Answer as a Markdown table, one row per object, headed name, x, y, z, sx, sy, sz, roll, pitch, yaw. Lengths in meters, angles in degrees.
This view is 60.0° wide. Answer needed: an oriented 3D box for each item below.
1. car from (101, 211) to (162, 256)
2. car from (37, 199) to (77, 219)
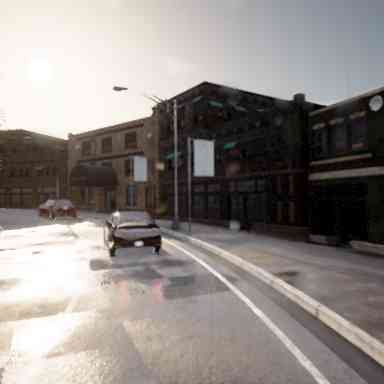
| name | x | y | z | sx | sy | sz | roll | pitch | yaw |
| --- | --- | --- | --- | --- | --- | --- | --- | --- | --- |
| car | -2.490 | 1.494 | 13.282 | 2.128 | 1.511 | 4.902 | 0 | 0 | -18 |
| car | -11.839 | 1.363 | 28.987 | 2.097 | 1.767 | 4.553 | 0 | 0 | -41 |
